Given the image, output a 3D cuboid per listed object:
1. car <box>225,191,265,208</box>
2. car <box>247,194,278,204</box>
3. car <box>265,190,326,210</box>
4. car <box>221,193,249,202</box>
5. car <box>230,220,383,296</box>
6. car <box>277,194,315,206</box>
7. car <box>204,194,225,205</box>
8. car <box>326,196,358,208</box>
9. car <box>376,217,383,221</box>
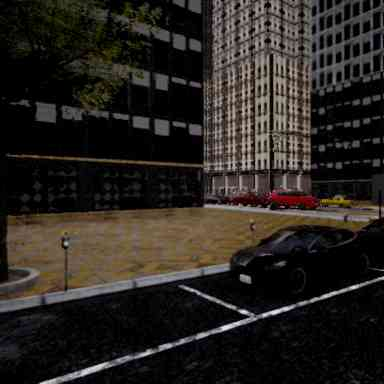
[{"bbox_3d":[6.522,0.815,37.838,2.192,1.841,5.009,1,0,-36],"label":"car"},{"bbox_3d":[9.964,0.943,47.327,1.802,1.307,4.206,1,0,-36],"label":"car"},{"bbox_3d":[11.089,0.827,36.115,2.150,2.045,5.566,0,2,-36],"label":"car"},{"bbox_3d":[6.649,0.821,51.865,1.947,1.339,4.313,1,0,-36],"label":"car"},{"bbox_3d":[2.964,1.559,8.676,4.313,1.339,1.947,0,0,-35],"label":"car"},{"bbox_3d":[13.278,1.032,42.789,1.947,1.339,4.313,1,0,-36],"label":"car"},{"bbox_3d":[3.202,0.960,42.377,1.947,1.339,4.313,1,0,-36],"label":"car"},{"bbox_3d":[16.562,1.093,38.442,1.752,1.417,4.829,1,0,-36],"label":"car"},{"bbox_3d":[7.235,1.554,11.722,4.313,1.339,1.947,0,0,-35],"label":"car"}]
